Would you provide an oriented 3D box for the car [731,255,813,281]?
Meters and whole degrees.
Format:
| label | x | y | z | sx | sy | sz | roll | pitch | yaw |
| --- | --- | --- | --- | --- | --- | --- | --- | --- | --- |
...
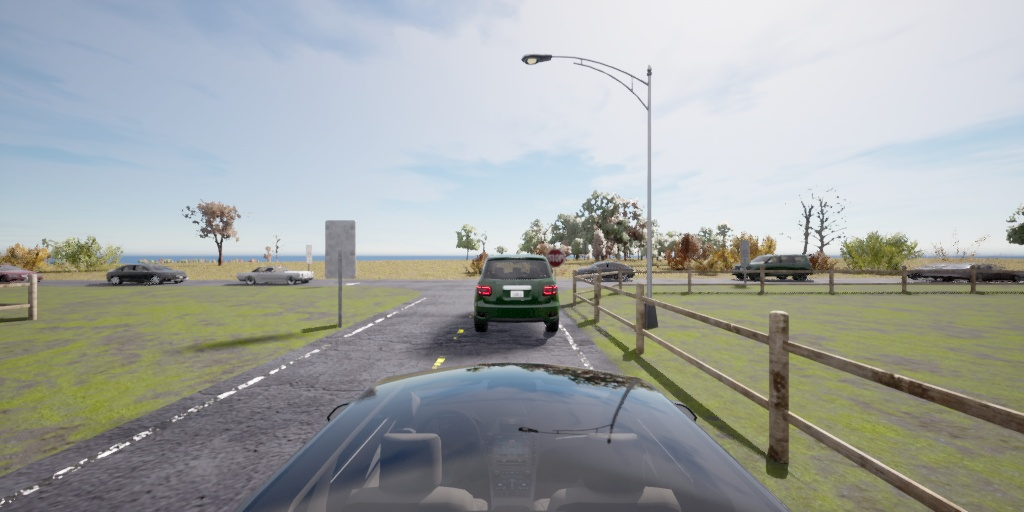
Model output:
| label | x | y | z | sx | sy | sz | roll | pitch | yaw |
| --- | --- | --- | --- | --- | --- | --- | --- | --- | --- |
| car | 20.672 | 0.913 | 28.619 | 5.566 | 2.045 | 2.150 | -1 | 0 | 1 |

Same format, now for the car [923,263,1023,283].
| label | x | y | z | sx | sy | sz | roll | pitch | yaw |
| --- | --- | --- | --- | --- | --- | --- | --- | --- | --- |
| car | 33.307 | 1.225 | 25.552 | 5.357 | 1.411 | 2.033 | 0 | 0 | 0 |

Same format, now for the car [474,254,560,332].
| label | x | y | z | sx | sy | sz | roll | pitch | yaw |
| --- | --- | --- | --- | --- | --- | --- | --- | --- | --- |
| car | 0.123 | 0.971 | 10.942 | 2.150 | 2.045 | 5.566 | 0 | 0 | 0 |

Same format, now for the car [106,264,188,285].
| label | x | y | z | sx | sy | sz | roll | pitch | yaw |
| --- | --- | --- | --- | --- | --- | --- | --- | --- | --- |
| car | -26.555 | 1.326 | 26.164 | 4.892 | 1.490 | 1.837 | -1 | 0 | 1 |

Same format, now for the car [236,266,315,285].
| label | x | y | z | sx | sy | sz | roll | pitch | yaw |
| --- | --- | --- | --- | --- | --- | --- | --- | --- | --- |
| car | -17.040 | 1.394 | 26.064 | 4.718 | 1.301 | 1.895 | 0 | 0 | 1 |

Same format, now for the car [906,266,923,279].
| label | x | y | z | sx | sy | sz | roll | pitch | yaw |
| --- | --- | --- | --- | --- | --- | --- | --- | --- | --- |
| car | 34.097 | 1.239 | 28.479 | 4.181 | 1.385 | 1.994 | 0 | 0 | 0 |

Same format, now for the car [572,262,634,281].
| label | x | y | z | sx | sy | sz | roll | pitch | yaw |
| --- | --- | --- | --- | --- | --- | --- | --- | --- | --- |
| car | 7.255 | 1.234 | 28.766 | 4.892 | 1.490 | 1.837 | 0 | 0 | 1 |

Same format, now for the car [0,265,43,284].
| label | x | y | z | sx | sy | sz | roll | pitch | yaw |
| --- | --- | --- | --- | --- | --- | --- | --- | --- | --- |
| car | -37.526 | 1.379 | 26.290 | 4.674 | 1.442 | 1.812 | 0 | 0 | 1 |
